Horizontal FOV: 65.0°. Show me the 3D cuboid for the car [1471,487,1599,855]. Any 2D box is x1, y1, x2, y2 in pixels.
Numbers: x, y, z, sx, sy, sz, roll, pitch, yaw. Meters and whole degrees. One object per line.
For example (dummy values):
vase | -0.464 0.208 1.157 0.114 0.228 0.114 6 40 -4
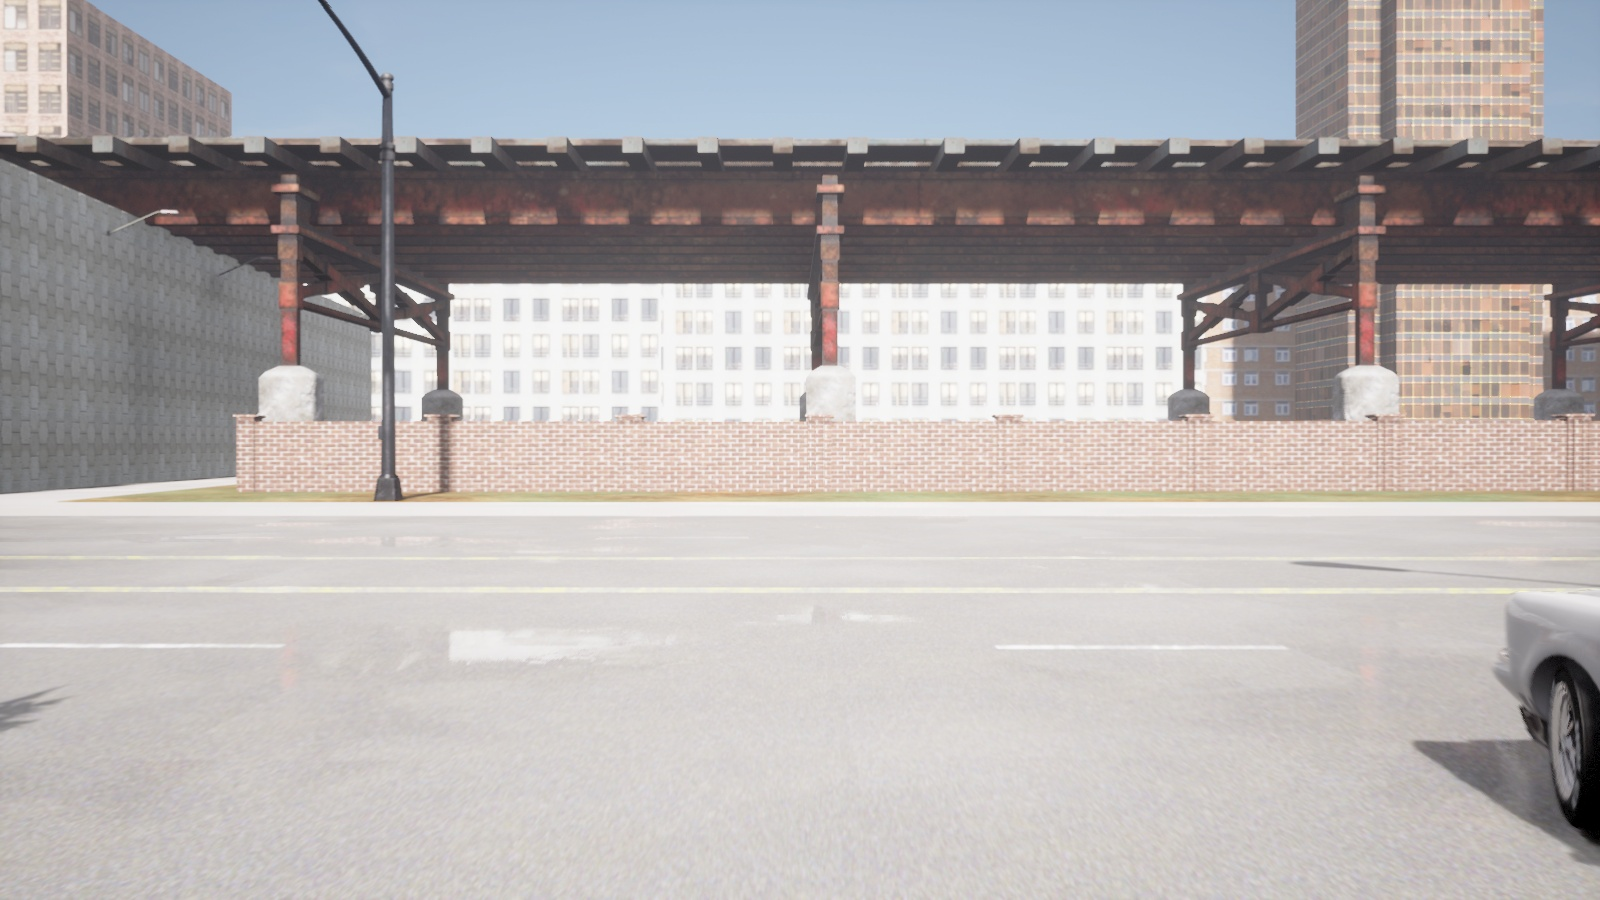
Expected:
car | 3.725 0.832 3.218 1.895 1.301 4.718 0 0 6
